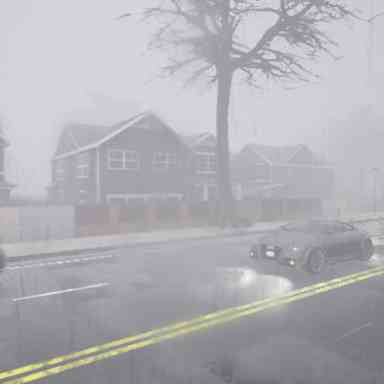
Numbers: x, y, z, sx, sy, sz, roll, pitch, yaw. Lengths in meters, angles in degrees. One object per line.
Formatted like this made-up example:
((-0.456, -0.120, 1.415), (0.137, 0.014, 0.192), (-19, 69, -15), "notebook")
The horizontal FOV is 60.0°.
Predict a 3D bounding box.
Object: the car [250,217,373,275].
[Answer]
((3.786, 1.511, 10.373), (4.181, 1.385, 1.994), (0, 0, -35), "car")

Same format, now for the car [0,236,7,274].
((-6.655, 1.512, 6.924), (4.892, 1.490, 1.837), (-1, 1, -35), "car")
